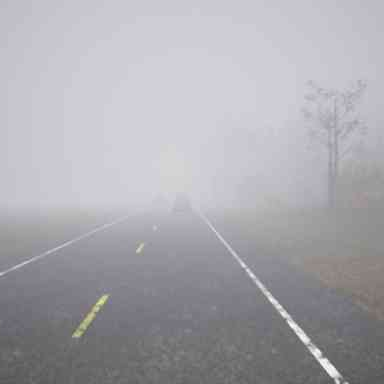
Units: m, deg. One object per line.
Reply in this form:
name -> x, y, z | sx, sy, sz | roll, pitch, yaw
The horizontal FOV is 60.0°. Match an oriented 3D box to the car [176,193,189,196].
car -> -1.325, 1.104, 46.771 | 2.150, 2.045, 5.566 | -1, 0, -1

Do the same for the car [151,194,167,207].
car -> -4.957, 1.119, 49.802 | 2.097, 1.767, 4.553 | -1, 0, -2

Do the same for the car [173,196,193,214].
car -> -0.939, 1.477, 33.857 | 1.994, 1.385, 4.181 | -1, 0, -1
